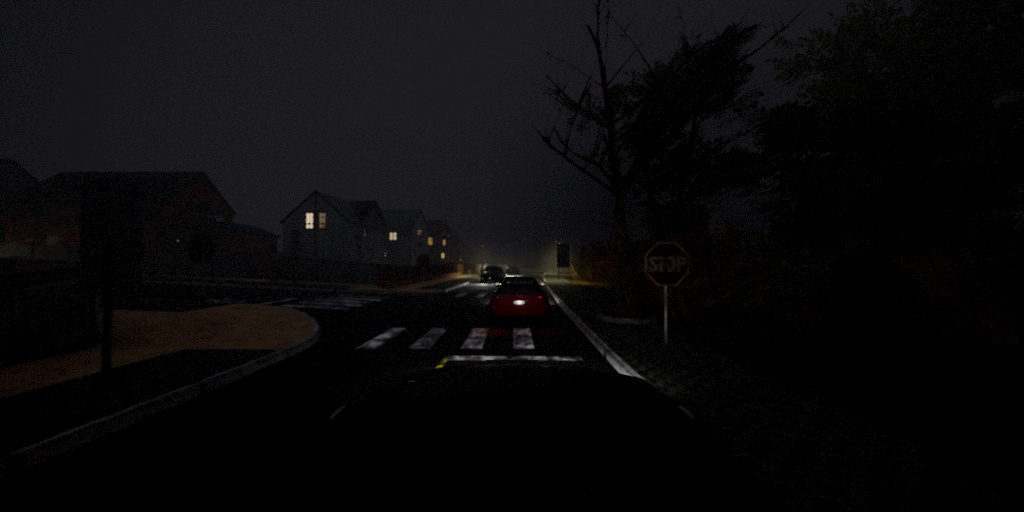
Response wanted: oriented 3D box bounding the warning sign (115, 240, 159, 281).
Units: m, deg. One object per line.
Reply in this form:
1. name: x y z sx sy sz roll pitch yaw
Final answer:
1. warning sign: -19.796 0.212 19.130 1.060 1.860 1.300 0 0 0

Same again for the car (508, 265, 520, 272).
1. car: 0.128 2.044 54.126 2.128 1.511 4.902 0 -1 6

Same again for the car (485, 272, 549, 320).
1. car: 0.286 1.461 13.318 1.994 1.385 4.181 0 -1 2

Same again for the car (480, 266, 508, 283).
1. car: -1.729 1.675 33.079 1.837 1.490 4.892 0 -1 4
